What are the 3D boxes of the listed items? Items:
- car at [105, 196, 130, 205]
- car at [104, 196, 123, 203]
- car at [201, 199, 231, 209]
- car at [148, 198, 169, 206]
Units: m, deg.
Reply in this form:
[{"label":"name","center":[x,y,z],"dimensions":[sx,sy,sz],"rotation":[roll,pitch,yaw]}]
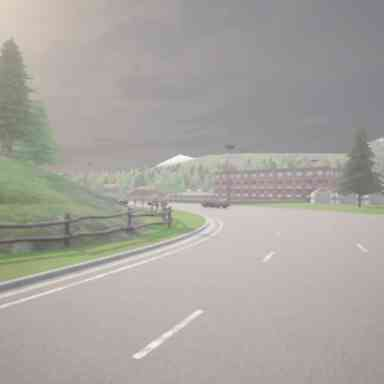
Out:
[{"label":"car","center":[-13.575,1.758,61.854],"dimensions":[1.895,1.301,4.718],"rotation":[1,0,-45]},{"label":"car","center":[-18.053,1.658,76.353],"dimensions":[1.882,1.535,5.008],"rotation":[1,0,-44]},{"label":"car","center":[3.739,1.861,52.797],"dimensions":[2.033,1.411,5.357],"rotation":[1,0,-37]},{"label":"car","center":[-5.972,1.795,58.798],"dimensions":[1.994,1.385,4.181],"rotation":[1,0,-43]}]
